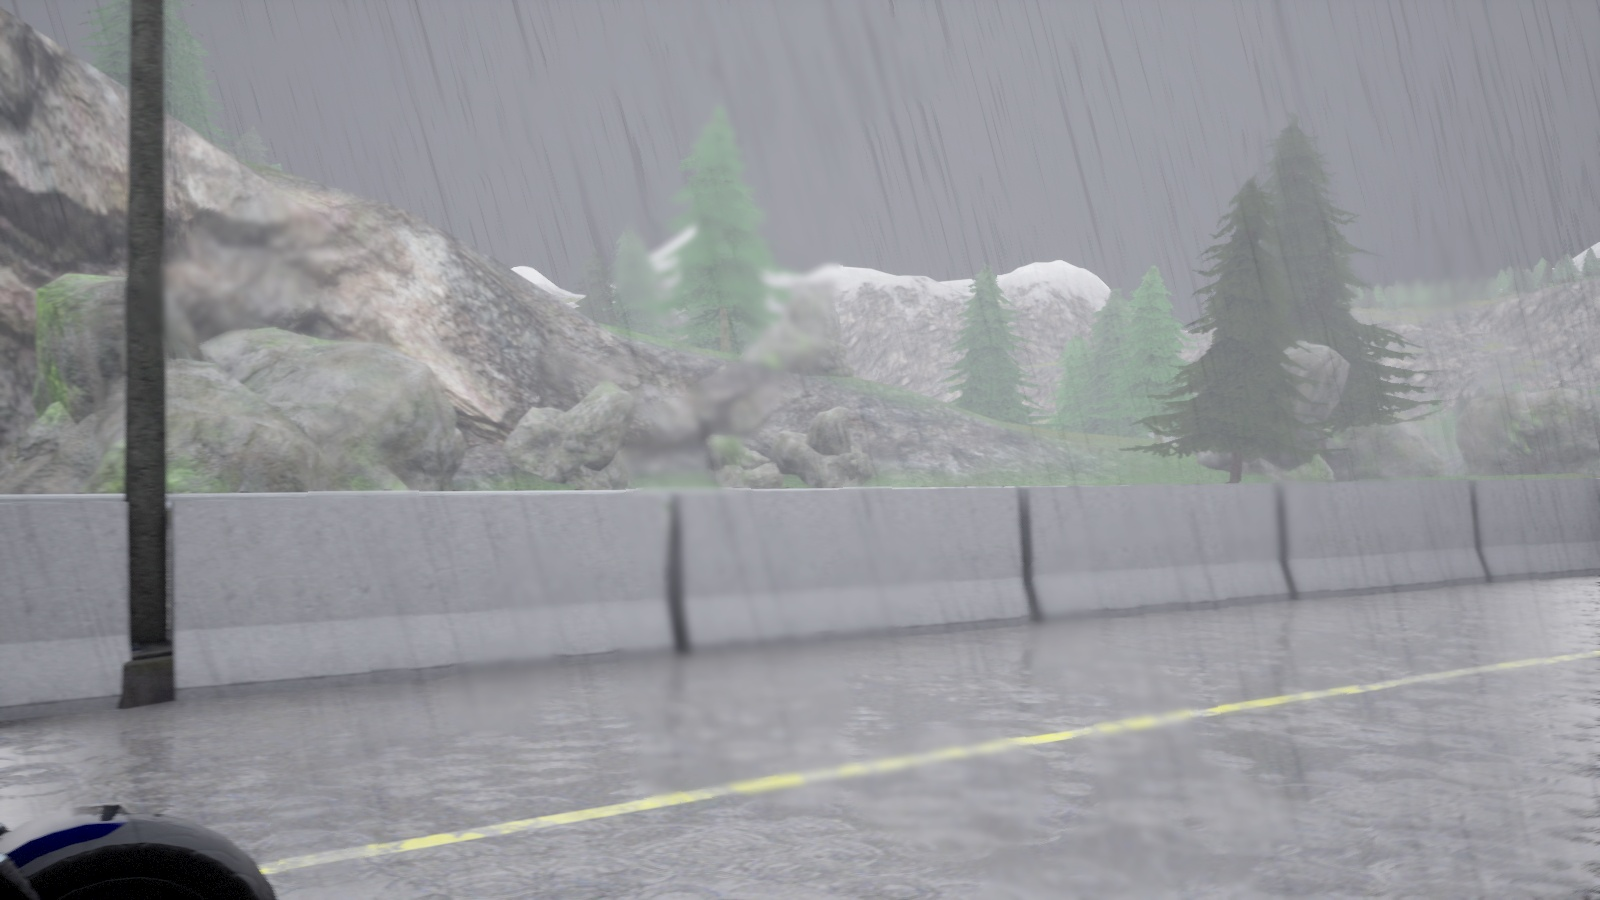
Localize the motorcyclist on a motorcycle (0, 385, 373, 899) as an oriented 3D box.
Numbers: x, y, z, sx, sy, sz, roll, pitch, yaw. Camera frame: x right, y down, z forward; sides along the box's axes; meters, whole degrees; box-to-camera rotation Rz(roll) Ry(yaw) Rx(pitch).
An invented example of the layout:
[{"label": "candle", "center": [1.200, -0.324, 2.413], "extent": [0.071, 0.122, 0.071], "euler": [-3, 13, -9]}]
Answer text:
[{"label": "motorcyclist on a motorcycle", "center": [-2.082, 0.704, 2.275], "extent": [2.350, 1.649, 0.766], "euler": [0, 0, -34]}]
